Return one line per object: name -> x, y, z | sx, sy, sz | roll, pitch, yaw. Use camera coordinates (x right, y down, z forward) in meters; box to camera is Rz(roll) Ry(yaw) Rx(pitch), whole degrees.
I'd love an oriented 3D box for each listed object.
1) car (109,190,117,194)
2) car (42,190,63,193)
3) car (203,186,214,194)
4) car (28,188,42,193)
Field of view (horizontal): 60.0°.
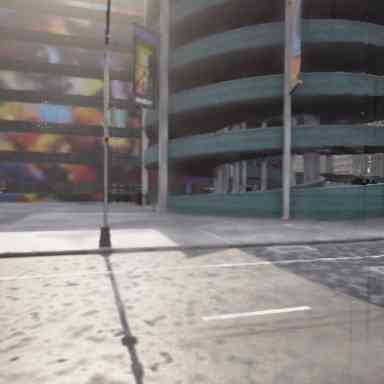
car -> -13.782, 0.317, 56.275 | 1.895, 1.301, 4.718 | 0, 1, -16
car -> -17.648, 0.359, 42.863 | 2.002, 1.452, 4.674 | 0, 1, -16
car -> 3.741, -0.010, 62.269 | 2.435, 2.045, 5.566 | 0, 1, -16
car -> -25.030, 0.181, 53.410 | 2.161, 1.482, 4.786 | 0, 1, -16
